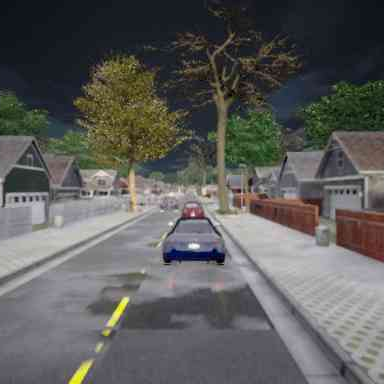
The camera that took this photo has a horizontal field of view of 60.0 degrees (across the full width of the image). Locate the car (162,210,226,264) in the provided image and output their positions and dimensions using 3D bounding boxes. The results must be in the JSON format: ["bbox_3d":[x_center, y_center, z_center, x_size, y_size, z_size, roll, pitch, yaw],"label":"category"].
[{"bbox_3d":[0.072,1.554,11.732,1.994,1.385,4.181,0,0,0],"label":"car"}]

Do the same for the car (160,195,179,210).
[{"bbox_3d":[-2.818,1.314,42.024,2.097,1.767,4.553,0,0,0],"label":"car"}]

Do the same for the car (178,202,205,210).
[{"bbox_3d":[0.076,1.504,27.056,1.812,1.442,4.674,0,0,0],"label":"car"}]
